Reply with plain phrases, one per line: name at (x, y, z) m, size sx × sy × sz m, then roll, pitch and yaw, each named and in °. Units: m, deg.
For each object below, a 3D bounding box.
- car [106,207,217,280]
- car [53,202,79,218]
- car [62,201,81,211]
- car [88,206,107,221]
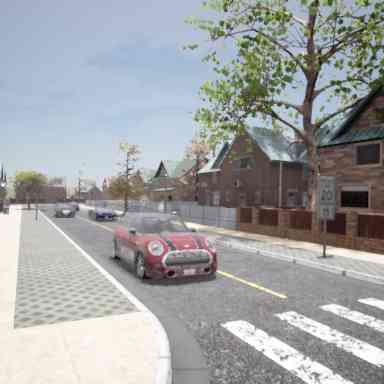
car at (-1.062, 1.465, 10.465) m, size 2.097 × 1.767 × 4.553 m, roll 2°, pitch -1°, yaw -27°
car at (-13.305, 1.866, 34.539) m, size 2.128 × 1.511 × 4.902 m, roll 2°, pitch -1°, yaw -27°
car at (-18.681, 2.207, 51.529) m, size 2.033 × 1.411 × 5.357 m, roll 2°, pitch -2°, yaw -27°
car at (-8.743, 2.016, 32.024) m, size 1.895 × 1.301 × 4.718 m, roll 2°, pitch -1°, yaw -27°
